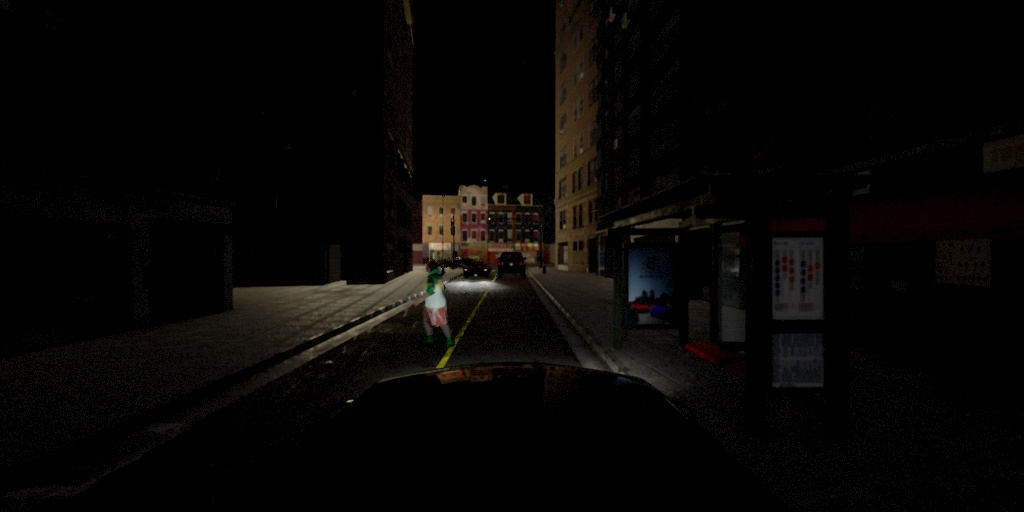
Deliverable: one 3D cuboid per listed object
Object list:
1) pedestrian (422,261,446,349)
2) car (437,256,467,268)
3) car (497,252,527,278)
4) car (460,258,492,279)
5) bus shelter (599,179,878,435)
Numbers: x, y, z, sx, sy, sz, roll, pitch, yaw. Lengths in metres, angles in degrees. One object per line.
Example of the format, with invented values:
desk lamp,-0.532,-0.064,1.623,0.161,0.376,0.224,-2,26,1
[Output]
pedestrian,-1.626,0.982,7.487,0.375,1.860,0.375,0,0,-10
car,-7.201,0.789,45.845,4.902,1.511,2.128,0,0,20
car,0.011,0.680,29.171,2.150,2.045,5.566,0,1,1
car,-2.632,1.070,28.268,1.895,1.301,4.718,0,1,0
bus shelter,2.878,0.584,5.728,1.920,2.740,3.880,0,0,0
